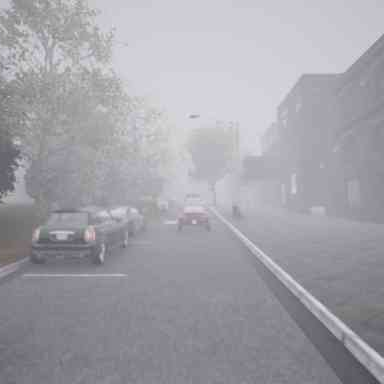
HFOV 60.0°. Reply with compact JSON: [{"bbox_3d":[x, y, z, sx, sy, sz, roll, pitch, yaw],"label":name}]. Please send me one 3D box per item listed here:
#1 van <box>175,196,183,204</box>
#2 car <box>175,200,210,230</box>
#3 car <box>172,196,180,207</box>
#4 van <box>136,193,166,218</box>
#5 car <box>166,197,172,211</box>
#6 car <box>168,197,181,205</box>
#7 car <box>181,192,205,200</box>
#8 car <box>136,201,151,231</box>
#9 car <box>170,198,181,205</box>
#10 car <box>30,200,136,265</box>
[{"bbox_3d":[-3.522,2.122,89.744,1.878,1.987,4.442,1,-1,2],"label":"van"},{"bbox_3d":[0.124,1.428,20.243,1.812,1.442,4.674,0,1,0],"label":"car"},{"bbox_3d":[-3.576,1.534,50.666,2.163,1.488,4.792,1,-1,2],"label":"car"},{"bbox_3d":[-3.615,1.118,28.507,1.878,1.987,4.442,0,0,2],"label":"van"},{"bbox_3d":[-3.614,1.192,33.930,2.185,1.767,4.553,0,0,2],"label":"car"},{"bbox_3d":[-3.565,1.877,67.333,2.097,1.535,5.008,0,-1,2],"label":"car"},{"bbox_3d":[0.146,1.045,38.673,2.150,2.045,5.566,0,0,0],"label":"car"},{"bbox_3d":[-3.632,1.437,17.247,2.002,1.452,4.674,0,0,2],"label":"car"},{"bbox_3d":[-3.562,2.031,72.938,2.163,1.488,4.792,0,-1,2],"label":"car"},{"bbox_3d":[-3.640,1.298,11.647,2.185,1.767,4.553,0,0,2],"label":"car"}]
